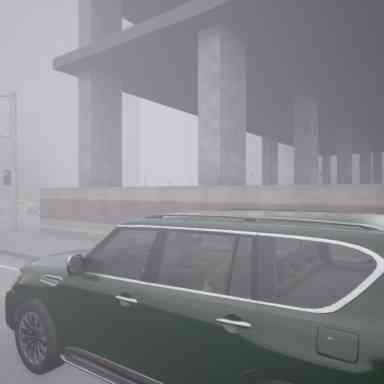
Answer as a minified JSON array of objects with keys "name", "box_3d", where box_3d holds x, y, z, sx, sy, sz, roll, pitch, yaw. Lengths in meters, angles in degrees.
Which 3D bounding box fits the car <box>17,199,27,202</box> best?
[{"name":"car","box_3d":[-14.331,1.547,33.461,2.128,1.511,4.902,0,0,36]}]

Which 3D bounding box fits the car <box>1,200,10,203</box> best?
[{"name":"car","box_3d":[-18.380,1.533,33.815,1.882,1.535,5.008,0,0,36]}]

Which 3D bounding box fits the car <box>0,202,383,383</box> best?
[{"name":"car","box_3d":[0.066,1.221,3.937,5.566,2.045,2.150,0,0,36]}]
